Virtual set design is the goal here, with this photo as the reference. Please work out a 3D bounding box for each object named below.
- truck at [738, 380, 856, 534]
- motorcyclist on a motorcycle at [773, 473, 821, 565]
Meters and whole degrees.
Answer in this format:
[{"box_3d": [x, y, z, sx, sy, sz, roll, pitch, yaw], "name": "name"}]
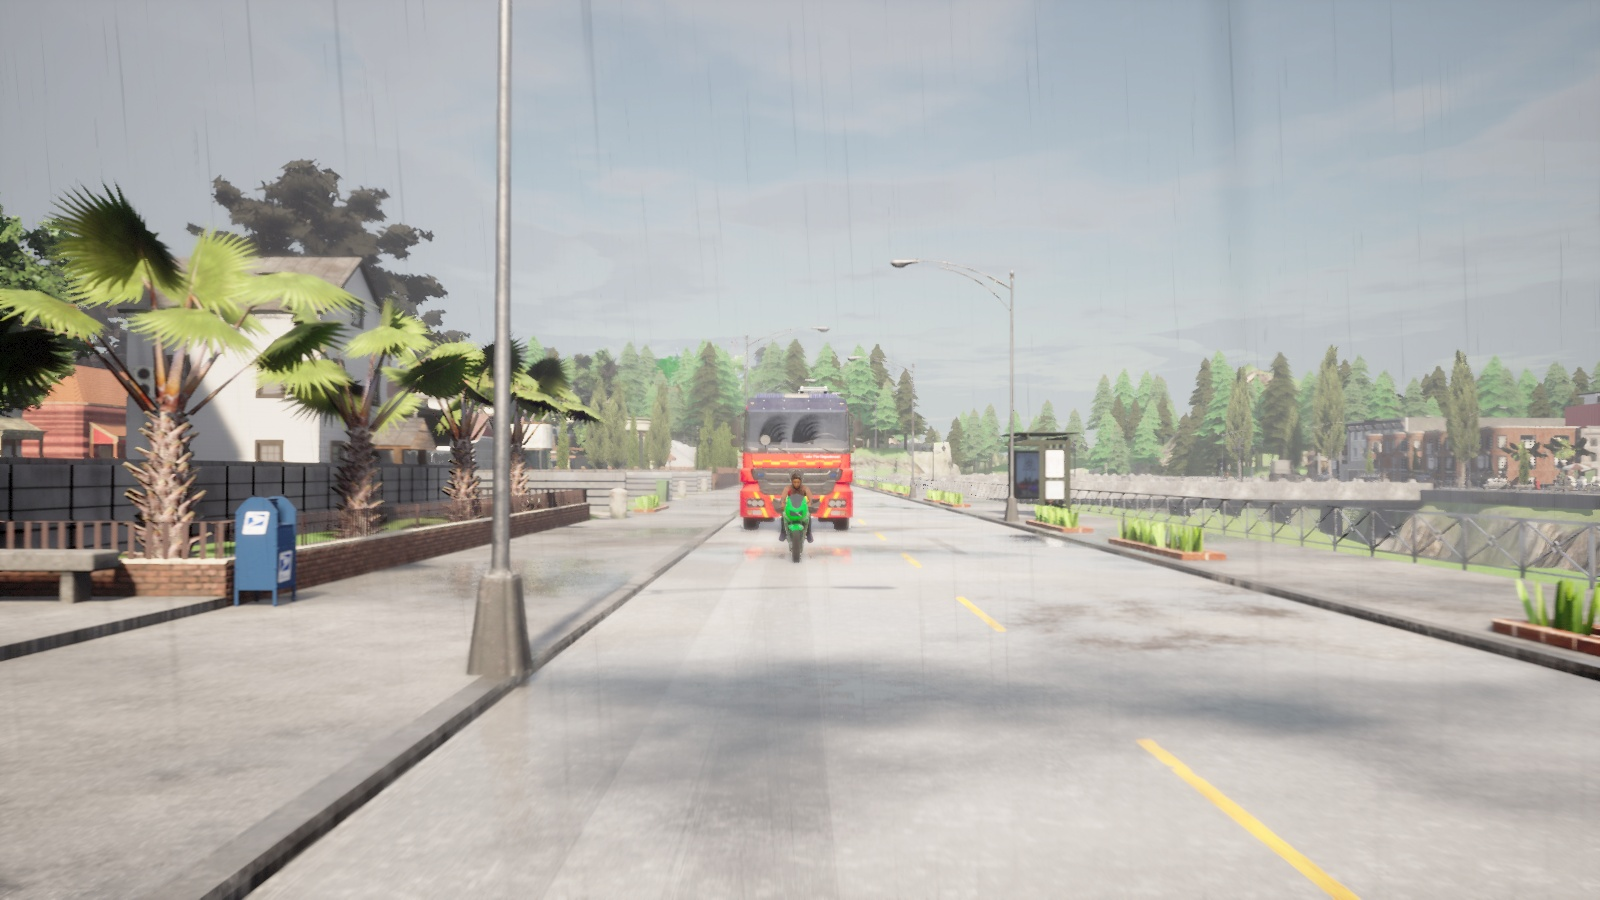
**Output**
[{"box_3d": [-0.088, 0.242, 35.371, 2.891, 3.827, 8.468, 0, -1, 0], "name": "truck"}, {"box_3d": [-0.052, 1.163, 21.841, 0.797, 1.523, 2.044, 0, -1, 0], "name": "motorcyclist on a motorcycle"}]
